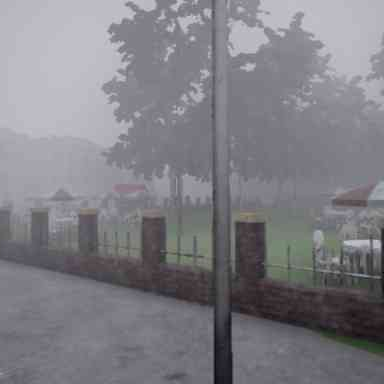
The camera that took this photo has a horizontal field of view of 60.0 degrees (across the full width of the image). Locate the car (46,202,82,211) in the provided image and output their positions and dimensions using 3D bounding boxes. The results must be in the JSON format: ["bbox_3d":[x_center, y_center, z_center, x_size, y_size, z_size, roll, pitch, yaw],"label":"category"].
[{"bbox_3d":[-13.398,1.872,36.040,2.128,1.511,4.902,-1,0,36],"label":"car"}]
